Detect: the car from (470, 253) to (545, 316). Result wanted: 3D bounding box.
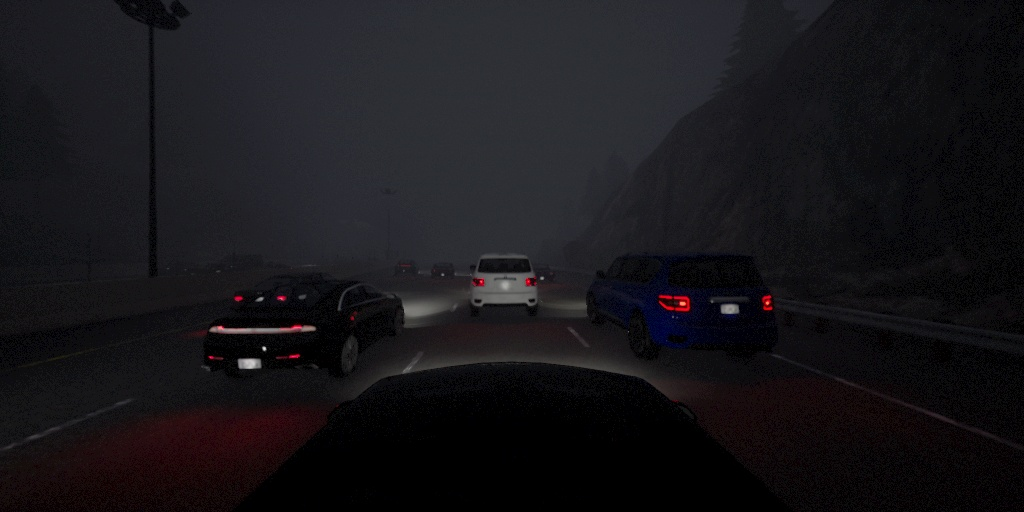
[{"bbox_3d":[-0.369,0.910,13.174,2.150,2.045,5.566,0,0,-4],"label":"car"}]

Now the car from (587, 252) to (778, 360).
[{"bbox_3d":[3.381,0.928,8.416,2.150,2.045,5.566,0,0,-2],"label":"car"}]

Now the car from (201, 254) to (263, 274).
[{"bbox_3d":[-23.884,0.859,31.407,2.150,2.045,5.566,0,1,-10],"label":"car"}]

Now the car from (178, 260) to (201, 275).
[{"bbox_3d":[-27.701,1.241,32.962,1.895,1.301,4.718,0,0,-10],"label":"car"}]

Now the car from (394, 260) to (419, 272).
[{"bbox_3d":[-10.015,1.086,34.282,2.128,1.511,4.902,0,0,-10],"label":"car"}]

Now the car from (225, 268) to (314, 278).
[{"bbox_3d":[-7.335,1.254,12.699,2.033,1.411,5.357,0,0,-4],"label":"car"}]

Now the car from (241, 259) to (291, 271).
[{"bbox_3d":[-20.109,1.204,29.992,1.994,1.385,4.181,0,0,-9],"label":"car"}]

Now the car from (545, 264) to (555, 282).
[{"bbox_3d":[1.782,1.211,26.751,1.895,1.301,4.718,0,0,-7],"label":"car"}]

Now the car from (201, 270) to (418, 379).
[{"bbox_3d":[-3.599,1.219,7.233,2.128,1.511,4.902,0,0,-2],"label":"car"}]

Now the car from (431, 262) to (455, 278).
[{"bbox_3d":[-5.916,1.204,31.042,1.895,1.301,4.718,0,0,-9],"label":"car"}]

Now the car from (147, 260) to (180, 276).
[{"bbox_3d":[-31.340,1.138,33.463,2.128,1.511,4.902,0,0,-10],"label":"car"}]
